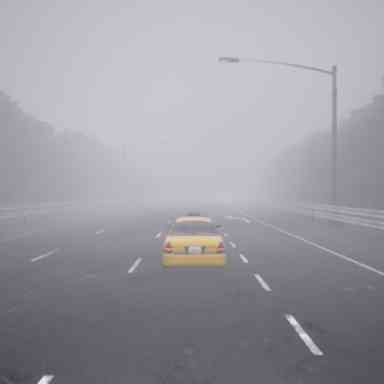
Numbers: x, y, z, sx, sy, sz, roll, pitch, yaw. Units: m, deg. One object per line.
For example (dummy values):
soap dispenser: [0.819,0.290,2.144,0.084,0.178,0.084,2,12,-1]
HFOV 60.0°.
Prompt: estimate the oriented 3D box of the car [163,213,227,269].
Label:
car: [0.054,1.458,11.106,1.801,1.575,5.366,0,0,0]
